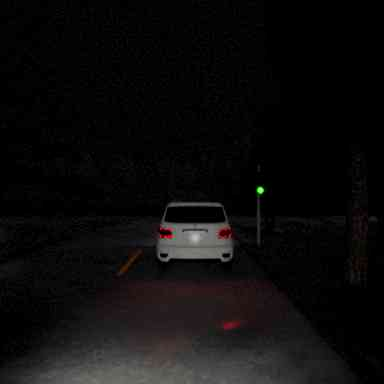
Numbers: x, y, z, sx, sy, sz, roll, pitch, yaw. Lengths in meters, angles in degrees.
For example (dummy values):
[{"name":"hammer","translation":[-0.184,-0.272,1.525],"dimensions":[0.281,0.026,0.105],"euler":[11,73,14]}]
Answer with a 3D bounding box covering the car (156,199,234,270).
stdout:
[{"name":"car","translation":[0.092,1.227,11.141],"dimensions":[2.150,2.045,5.566],"euler":[0,0,0]}]
